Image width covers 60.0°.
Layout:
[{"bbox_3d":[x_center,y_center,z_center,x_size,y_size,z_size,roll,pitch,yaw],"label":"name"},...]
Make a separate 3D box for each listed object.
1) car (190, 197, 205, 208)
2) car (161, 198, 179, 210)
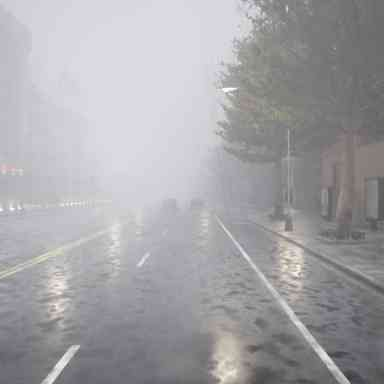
[{"bbox_3d":[0.740,1.505,47.427,1.837,1.490,4.892,0,0,1],"label":"car"},{"bbox_3d":[-2.829,1.504,42.248,1.837,1.490,4.892,0,0,1],"label":"car"}]
